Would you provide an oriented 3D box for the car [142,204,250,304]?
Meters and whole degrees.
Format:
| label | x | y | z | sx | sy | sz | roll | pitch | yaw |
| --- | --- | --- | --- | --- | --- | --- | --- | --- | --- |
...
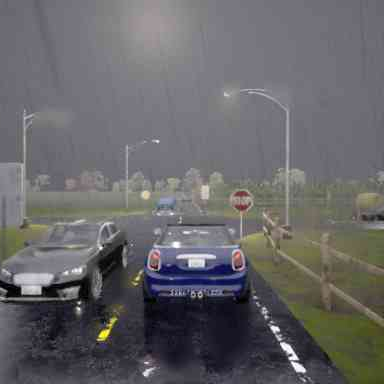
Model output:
| label | x | y | z | sx | sy | sz | roll | pitch | yaw |
| --- | --- | --- | --- | --- | --- | --- | --- | --- | --- |
| car | 0.072 | 1.351 | 8.325 | 2.097 | 1.767 | 4.553 | 0 | 0 | 0 |

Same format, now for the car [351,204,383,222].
| label | x | y | z | sx | sy | sz | roll | pitch | yaw |
| --- | --- | --- | --- | --- | --- | --- | --- | --- | --- |
| car | 14.659 | 1.545 | 24.303 | 5.357 | 1.411 | 2.033 | 0 | 0 | 10 |

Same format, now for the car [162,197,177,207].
| label | x | y | z | sx | sy | sz | roll | pitch | yaw |
| --- | --- | --- | --- | --- | --- | --- | --- | --- | --- |
| car | -3.504 | 1.521 | 52.496 | 2.033 | 1.411 | 5.357 | 0 | 0 | -1 |

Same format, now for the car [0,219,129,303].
| label | x | y | z | sx | sy | sz | roll | pitch | yaw |
| --- | --- | --- | --- | --- | --- | --- | --- | --- | --- |
| car | -2.862 | 1.491 | 8.402 | 2.128 | 1.511 | 4.902 | 0 | 0 | 0 |

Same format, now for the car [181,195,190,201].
| label | x | y | z | sx | sy | sz | roll | pitch | yaw |
| --- | --- | --- | --- | --- | --- | --- | --- | --- | --- |
| car | -1.609 | 1.461 | 82.373 | 2.128 | 1.511 | 4.902 | 0 | 0 | -2 |

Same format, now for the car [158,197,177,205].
| label | x | y | z | sx | sy | sz | roll | pitch | yaw |
| --- | --- | --- | --- | --- | --- | --- | --- | --- | --- |
| car | -3.284 | 1.461 | 42.539 | 1.882 | 1.535 | 5.008 | 0 | 0 | -1 |

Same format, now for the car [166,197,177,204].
| label | x | y | z | sx | sy | sz | roll | pitch | yaw |
| --- | --- | --- | --- | --- | --- | --- | --- | --- | --- |
| car | -3.749 | 1.564 | 62.606 | 1.895 | 1.301 | 4.718 | 0 | 0 | -1 |

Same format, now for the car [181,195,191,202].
| label | x | y | z | sx | sy | sz | roll | pitch | yaw |
| --- | --- | --- | --- | --- | --- | --- | --- | --- | --- |
| car | -1.223 | 1.505 | 72.173 | 1.994 | 1.385 | 4.181 | 0 | 0 | -2 |
